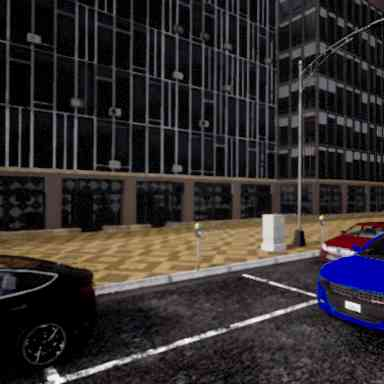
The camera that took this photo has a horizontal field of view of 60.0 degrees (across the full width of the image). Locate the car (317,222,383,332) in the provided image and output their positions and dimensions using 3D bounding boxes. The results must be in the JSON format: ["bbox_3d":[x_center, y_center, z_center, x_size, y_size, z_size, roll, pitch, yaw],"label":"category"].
[{"bbox_3d":[4.526,1.515,6.605,5.008,1.535,1.882,0,0,-35],"label":"car"}]

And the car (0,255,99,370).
[{"bbox_3d":[-3.359,1.563,4.160,4.313,1.339,1.947,0,0,-35],"label":"car"}]

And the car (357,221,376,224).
[{"bbox_3d":[5.908,1.636,10.768,4.206,1.307,1.802,0,0,-35],"label":"car"}]
